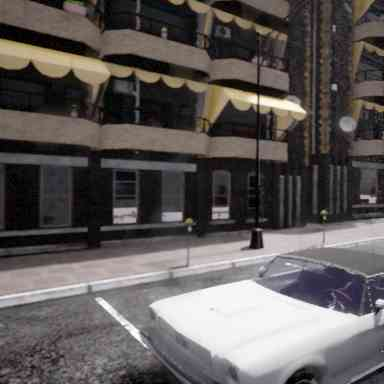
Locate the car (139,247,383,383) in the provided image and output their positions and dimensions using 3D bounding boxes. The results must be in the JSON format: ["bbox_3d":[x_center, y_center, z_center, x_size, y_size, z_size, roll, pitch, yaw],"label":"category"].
[{"bbox_3d":[1.751,1.531,4.487,4.718,1.301,1.895,-1,1,-33],"label":"car"}]
